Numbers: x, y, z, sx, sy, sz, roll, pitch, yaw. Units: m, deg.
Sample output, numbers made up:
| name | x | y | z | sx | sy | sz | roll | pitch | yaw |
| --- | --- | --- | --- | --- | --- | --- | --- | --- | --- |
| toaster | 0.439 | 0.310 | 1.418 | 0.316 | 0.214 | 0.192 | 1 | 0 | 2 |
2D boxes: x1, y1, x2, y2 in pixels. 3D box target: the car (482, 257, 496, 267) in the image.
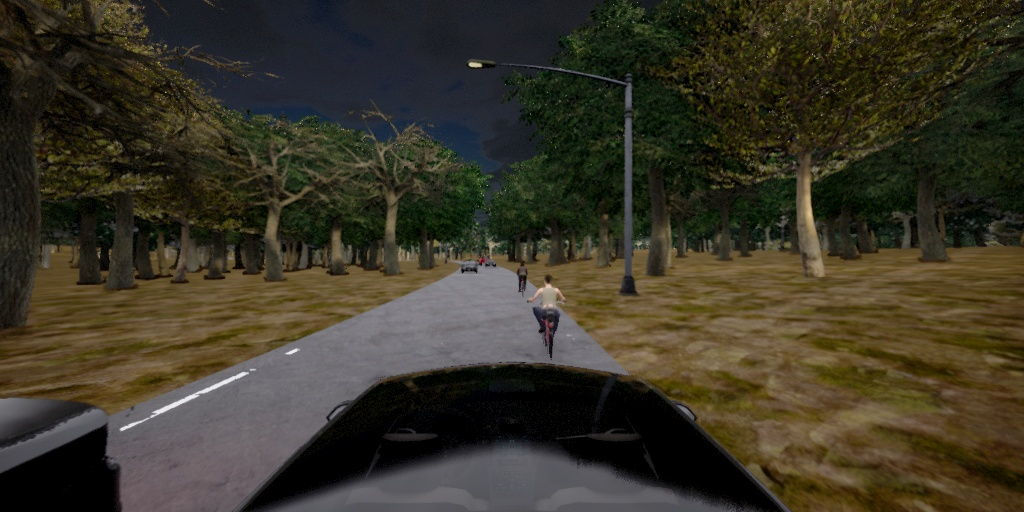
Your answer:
| name | x | y | z | sx | sy | sz | roll | pitch | yaw |
| --- | --- | --- | --- | --- | --- | --- | --- | --- | --- |
| car | -3.836 | 1.289 | 62.748 | 1.895 | 1.301 | 4.718 | 0 | 0 | -7 |

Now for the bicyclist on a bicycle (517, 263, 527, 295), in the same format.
| name | x | y | z | sx | sy | sz | roll | pitch | yaw |
| --- | --- | --- | --- | --- | --- | --- | --- | --- | --- |
| bicyclist on a bicycle | 0.510 | 1.181 | 17.561 | 0.582 | 1.620 | 1.656 | 0 | 0 | -2 |

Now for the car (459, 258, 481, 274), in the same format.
| name | x | y | z | sx | sy | sz | roll | pitch | yaw |
| --- | --- | --- | --- | --- | --- | --- | --- | --- | --- |
| car | -4.708 | 1.204 | 39.954 | 1.837 | 1.490 | 4.892 | 0 | 0 | -5 |

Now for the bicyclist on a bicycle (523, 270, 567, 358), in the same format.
| name | x | y | z | sx | sy | sz | roll | pitch | yaw |
| --- | --- | --- | --- | --- | --- | --- | --- | --- | --- |
| bicyclist on a bicycle | 0.742 | 1.178 | 7.446 | 0.866 | 1.612 | 1.509 | 0 | 0 | 0 |
